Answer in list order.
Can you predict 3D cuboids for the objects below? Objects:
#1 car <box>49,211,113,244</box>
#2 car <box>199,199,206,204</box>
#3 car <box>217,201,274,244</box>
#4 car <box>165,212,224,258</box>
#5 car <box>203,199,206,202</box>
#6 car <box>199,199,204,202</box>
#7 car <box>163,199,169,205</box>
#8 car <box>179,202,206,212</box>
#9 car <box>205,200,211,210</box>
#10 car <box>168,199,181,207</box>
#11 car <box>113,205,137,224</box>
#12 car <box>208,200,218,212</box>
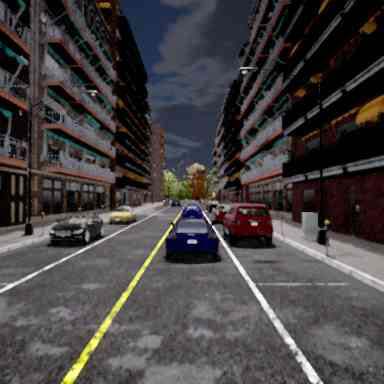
[{"bbox_3d":[-5.678,1.731,16.852,2.008,1.369,4.403,1,-1,0],"label":"car"},{"bbox_3d":[2.785,2.541,89.839,1.947,1.339,4.313,1,-1,0],"label":"car"},{"bbox_3d":[2.705,1.496,16.820,2.192,1.841,5.009,1,-1,0],"label":"car"},{"bbox_3d":[0.021,1.710,13.526,1.994,1.385,4.181,0,-1,0],"label":"car"},{"bbox_3d":[3.147,2.034,51.647,1.882,1.535,5.008,0,-1,0],"label":"car"},{"bbox_3d":[2.720,2.312,72.665,1.752,1.417,4.829,1,-1,0],"label":"car"},{"bbox_3d":[-5.686,2.286,78.097,1.967,1.590,4.097,1,-1,0],"label":"car"},{"bbox_3d":[0.026,1.836,28.902,1.812,1.442,4.674,0,0,0],"label":"car"},{"bbox_3d":[3.146,1.959,44.647,1.882,1.535,5.008,0,-1,0],"label":"car"},{"bbox_3d":[-3.015,2.201,64.616,1.837,1.490,4.892,0,-1,1],"label":"car"},{"bbox_3d":[-5.676,1.824,27.819,1.752,1.417,4.829,1,-1,0],"label":"car"},{"bbox_3d":[2.705,1.741,27.954,1.967,1.590,4.097,1,-1,0],"label":"car"}]
